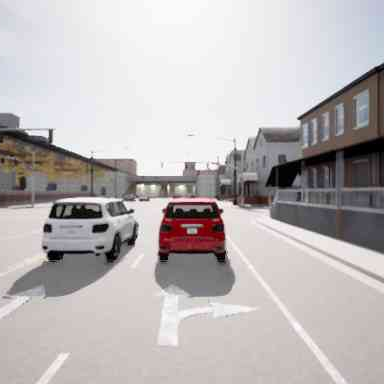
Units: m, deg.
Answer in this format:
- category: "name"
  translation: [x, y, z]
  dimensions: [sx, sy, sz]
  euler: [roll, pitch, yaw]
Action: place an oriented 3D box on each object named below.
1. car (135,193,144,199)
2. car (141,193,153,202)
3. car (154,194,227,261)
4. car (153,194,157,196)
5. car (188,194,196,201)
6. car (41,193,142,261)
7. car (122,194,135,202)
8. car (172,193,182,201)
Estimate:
- category: "car"
  translation: [-14.030, 1.144, 89.302]
  dimensions: [1.837, 1.490, 4.892]
  euler: [0, 0, 0]
- category: "car"
  translation: [-10.525, 1.492, 73.543]
  dimensions: [2.033, 1.411, 5.357]
  euler: [0, 0, 0]
- category: "car"
  translation: [0.026, 1.215, 12.338]
  dimensions: [2.150, 2.045, 5.566]
  euler: [0, 0, 0]
- category: "car"
  translation: [-10.530, 1.122, 89.304]
  dimensions: [1.882, 1.535, 5.008]
  euler: [0, 0, 0]
- category: "car"
  translation: [-0.027, 1.296, 79.396]
  dimensions: [1.837, 1.490, 4.892]
  euler: [0, 0, 0]
- category: "car"
  translation: [-3.475, 1.215, 12.313]
  dimensions: [2.150, 2.045, 5.566]
  euler: [0, 0, 0]
- category: "car"
  translation: [-14.025, 1.307, 73.568]
  dimensions: [2.097, 1.767, 4.553]
  euler: [0, 0, 0]
- category: "car"
  translation: [-3.527, 1.151, 79.365]
  dimensions: [2.097, 1.767, 4.553]
  euler: [0, 0, 0]
